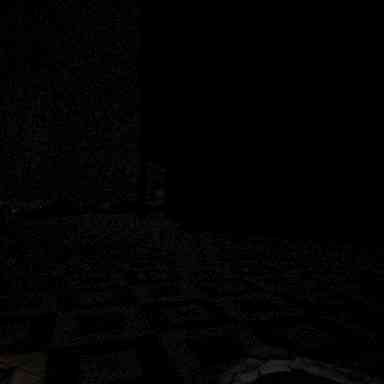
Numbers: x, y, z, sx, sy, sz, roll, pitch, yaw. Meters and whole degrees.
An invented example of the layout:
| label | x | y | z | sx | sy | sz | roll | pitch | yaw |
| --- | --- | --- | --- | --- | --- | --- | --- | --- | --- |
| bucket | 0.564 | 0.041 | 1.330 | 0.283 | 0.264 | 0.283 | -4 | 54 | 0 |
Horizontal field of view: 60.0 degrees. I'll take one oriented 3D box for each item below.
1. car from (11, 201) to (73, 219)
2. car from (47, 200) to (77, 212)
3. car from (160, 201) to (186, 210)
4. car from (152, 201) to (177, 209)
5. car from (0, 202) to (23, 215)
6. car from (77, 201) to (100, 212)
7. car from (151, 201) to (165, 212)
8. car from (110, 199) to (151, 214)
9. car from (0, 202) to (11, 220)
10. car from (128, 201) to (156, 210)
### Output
| label | x | y | z | sx | sy | sz | roll | pitch | yaw |
| --- | --- | --- | --- | --- | --- | --- | --- | --- | --- |
| car | -14.275 | 1.809 | 31.813 | 1.752 | 1.417 | 4.829 | -1 | -2 | 36 |
| car | -16.358 | 1.702 | 38.955 | 2.097 | 1.767 | 4.553 | 0 | -1 | 36 |
| car | -3.193 | 2.249 | 57.255 | 1.812 | 1.442 | 4.674 | 0 | -1 | 36 |
| car | -4.911 | 2.286 | 59.598 | 2.008 | 1.369 | 4.403 | -1 | -2 | 36 |
| car | -21.306 | 1.822 | 36.635 | 2.008 | 1.369 | 4.403 | -1 | -1 | 36 |
| car | -14.748 | 1.997 | 45.821 | 1.887 | 1.381 | 4.507 | -1 | -2 | 36 |
| car | -4.535 | 2.099 | 45.454 | 1.887 | 1.381 | 4.507 | -1 | -2 | 36 |
| car | -7.816 | 1.776 | 40.867 | 2.192 | 1.841 | 5.009 | -1 | -2 | 36 |
| car | -17.652 | 1.759 | 27.082 | 1.947 | 1.339 | 4.313 | -1 | -2 | 36 |
| car | -8.190 | 2.190 | 55.006 | 2.008 | 1.369 | 4.403 | -1 | -2 | 36 |
